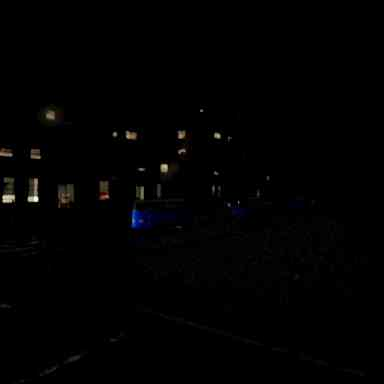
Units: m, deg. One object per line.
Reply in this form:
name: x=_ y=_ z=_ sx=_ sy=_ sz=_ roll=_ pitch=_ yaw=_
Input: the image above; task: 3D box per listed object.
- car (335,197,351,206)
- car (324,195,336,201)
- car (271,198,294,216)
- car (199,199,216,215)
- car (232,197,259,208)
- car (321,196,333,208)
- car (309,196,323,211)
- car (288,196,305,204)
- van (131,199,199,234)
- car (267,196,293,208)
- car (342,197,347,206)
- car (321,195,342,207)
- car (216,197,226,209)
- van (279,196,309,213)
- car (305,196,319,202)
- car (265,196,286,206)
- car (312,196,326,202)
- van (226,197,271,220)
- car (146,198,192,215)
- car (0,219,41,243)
car: x=27.113 y=1.622 z=59.492 sx=1.752 sy=1.417 sz=4.829 roll=1 pitch=0 yaw=35
car: x=36.046 y=1.500 z=86.772 sx=1.967 sy=1.590 sz=4.097 roll=1 pitch=0 yaw=35
car: x=7.964 y=1.532 z=32.246 sx=1.887 sy=1.381 sz=4.507 roll=1 pitch=0 yaw=35
car: x=-0.139 y=1.348 z=30.778 sx=1.882 sy=1.535 sz=5.008 roll=1 pitch=1 yaw=35
car: x=7.470 y=1.420 z=46.116 sx=1.887 sy=1.381 sz=4.507 roll=1 pitch=0 yaw=35
car: x=17.489 y=1.605 z=45.799 sx=1.947 sy=1.339 sz=4.313 roll=1 pitch=0 yaw=35
car: x=14.413 y=1.547 z=41.421 sx=1.752 sy=1.417 sz=4.829 roll=1 pitch=0 yaw=35
car: x=20.170 y=1.495 z=64.185 sx=1.887 sy=1.381 sz=4.507 roll=1 pitch=0 yaw=35
van: x=-1.558 y=1.285 z=18.693 sx=1.690 sy=1.788 sz=3.998 roll=1 pitch=0 yaw=35
car: x=13.109 y=1.434 z=49.472 sx=2.128 sy=1.511 sz=4.902 roll=1 pitch=0 yaw=35
car: x=23.844 y=1.392 z=54.834 sx=2.192 sy=1.841 sz=5.009 roll=1 pitch=0 yaw=35
car: x=20.668 y=1.372 z=50.317 sx=2.192 sy=1.841 sz=5.009 roll=1 pitch=0 yaw=35
car: x=4.297 y=1.298 z=41.598 sx=1.967 sy=1.590 sz=4.097 roll=1 pitch=0 yaw=35
van: x=11.142 y=1.345 z=36.763 sx=1.690 sy=1.788 sz=3.998 roll=1 pitch=0 yaw=35
car: x=26.422 y=1.517 z=73.081 sx=1.752 sy=1.417 sz=4.829 roll=1 pitch=0 yaw=35
car: x=13.820 y=1.456 z=55.150 sx=1.887 sy=1.381 sz=4.507 roll=1 pitch=0 yaw=35
car: x=29.694 y=1.581 z=77.738 sx=1.947 sy=1.339 sz=4.313 roll=1 pitch=0 yaw=35
van: x=4.792 y=1.313 z=27.728 sx=1.690 sy=1.788 sz=3.998 roll=1 pitch=0 yaw=35
car: x=-2.153 y=1.351 z=32.423 sx=1.752 sy=1.417 sz=4.829 roll=1 pitch=0 yaw=35
car: x=-8.636 y=1.480 z=13.304 sx=1.895 sy=1.301 sz=4.718 roll=1 pitch=1 yaw=35
